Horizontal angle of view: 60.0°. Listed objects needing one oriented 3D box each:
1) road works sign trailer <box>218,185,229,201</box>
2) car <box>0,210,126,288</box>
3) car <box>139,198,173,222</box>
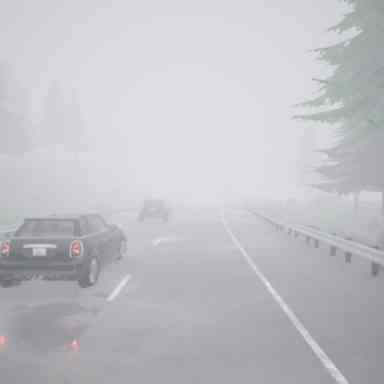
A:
[{"bbox_3d":[7.130,0.260,73.956,2.380,3.560,2.880,0,0,13],"label":"road works sign trailer"},{"bbox_3d":[-3.287,1.321,9.373,2.097,1.767,4.553,0,0,1],"label":"car"},{"bbox_3d":[-2.669,1.276,25.704,2.097,1.767,4.553,0,0,3],"label":"car"}]
